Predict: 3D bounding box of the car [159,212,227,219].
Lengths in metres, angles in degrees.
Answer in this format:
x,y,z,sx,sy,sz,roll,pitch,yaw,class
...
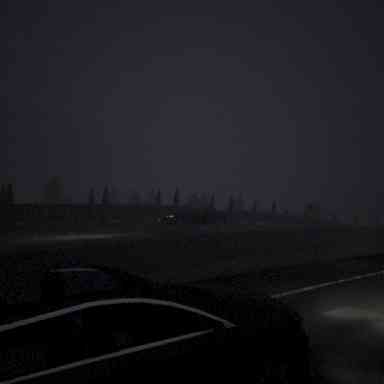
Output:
x,y,z,sx,sy,sz,roll,pitch,yaw,class
0.064,1.512,21.109,4.902,1.511,2.128,3,-2,-35,car

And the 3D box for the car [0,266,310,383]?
x,y,z,sx,sy,sz,roll,pitch,yaw,class
-0.901,1.497,3.104,4.902,1.511,2.128,0,0,-35,car
